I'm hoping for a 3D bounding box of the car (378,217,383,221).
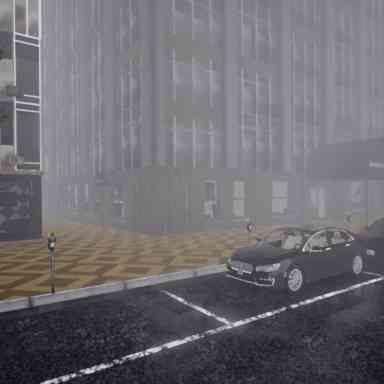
[{"bbox_3d":[7.456,1.563,11.934,4.313,1.339,1.947,0,-1,-36],"label":"car"}]

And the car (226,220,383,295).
[{"bbox_3d":[2.838,1.549,8.620,4.403,1.369,2.008,0,-1,-36],"label":"car"}]
